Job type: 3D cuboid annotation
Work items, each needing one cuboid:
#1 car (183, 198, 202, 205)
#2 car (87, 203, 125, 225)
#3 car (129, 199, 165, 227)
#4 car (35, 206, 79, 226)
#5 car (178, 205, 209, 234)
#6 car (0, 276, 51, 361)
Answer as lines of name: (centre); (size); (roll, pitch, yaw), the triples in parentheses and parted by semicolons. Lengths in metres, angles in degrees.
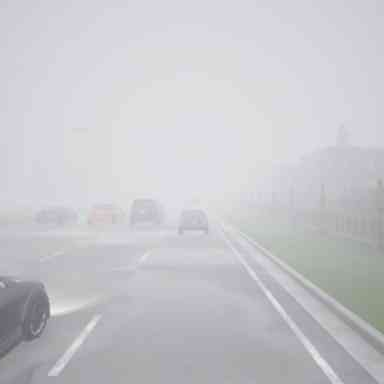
car: (0.078, 1.734, 42.756); (2.150, 2.045, 5.566); (0, -1, 0)
car: (-6.897, 1.679, 27.180); (2.097, 1.767, 4.553); (0, -1, 0)
car: (-3.398, 1.533, 25.824); (2.150, 2.045, 5.566); (0, -1, 0)
car: (-10.398, 1.805, 26.010); (2.128, 1.511, 4.902); (0, -1, 0)
car: (0.102, 1.801, 21.096); (2.033, 1.411, 5.357); (0, -1, 0)
car: (-3.400, 1.614, 4.003); (1.994, 1.385, 4.181); (0, -1, 0)
